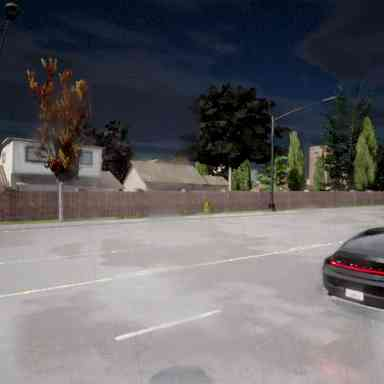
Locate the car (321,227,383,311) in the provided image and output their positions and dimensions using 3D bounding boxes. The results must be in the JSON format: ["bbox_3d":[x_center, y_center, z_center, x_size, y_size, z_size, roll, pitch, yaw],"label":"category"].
[{"bbox_3d":[4.768,1.509,7.142,4.892,1.490,1.837,0,0,-35],"label":"car"}]
